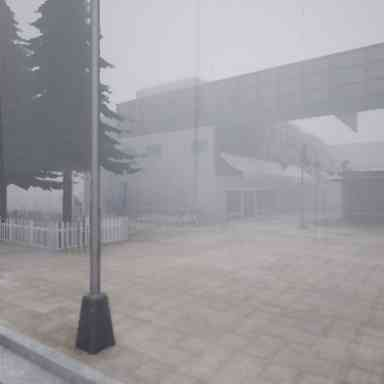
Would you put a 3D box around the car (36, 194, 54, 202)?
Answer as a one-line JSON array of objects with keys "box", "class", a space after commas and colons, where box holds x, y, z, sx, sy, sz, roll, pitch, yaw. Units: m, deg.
[{"box": [-30.859, 1.268, 69.628, 4.514, 1.523, 2.007, 0, 0, 36], "class": "car"}]

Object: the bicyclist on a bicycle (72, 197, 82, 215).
[{"box": [-10.506, 1.273, 30.249, 1.656, 1.620, 0.582, 0, 0, 36], "class": "bicyclist on a bicycle"}]

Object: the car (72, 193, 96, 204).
[{"box": [-18.281, 1.055, 56.163, 3.866, 1.878, 1.905, 0, 0, 36], "class": "car"}]

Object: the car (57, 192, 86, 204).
[{"box": [-19.659, 1.076, 53.571, 4.605, 1.855, 1.932, 0, 0, 36], "class": "car"}]

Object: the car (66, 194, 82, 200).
[{"box": [-29.824, 1.327, 84.239, 3.806, 1.475, 1.970, 0, 0, 36], "class": "car"}]

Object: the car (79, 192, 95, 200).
[{"box": [-27.373, 1.044, 86.566, 3.866, 1.878, 1.905, 0, 0, 36], "class": "car"}]
